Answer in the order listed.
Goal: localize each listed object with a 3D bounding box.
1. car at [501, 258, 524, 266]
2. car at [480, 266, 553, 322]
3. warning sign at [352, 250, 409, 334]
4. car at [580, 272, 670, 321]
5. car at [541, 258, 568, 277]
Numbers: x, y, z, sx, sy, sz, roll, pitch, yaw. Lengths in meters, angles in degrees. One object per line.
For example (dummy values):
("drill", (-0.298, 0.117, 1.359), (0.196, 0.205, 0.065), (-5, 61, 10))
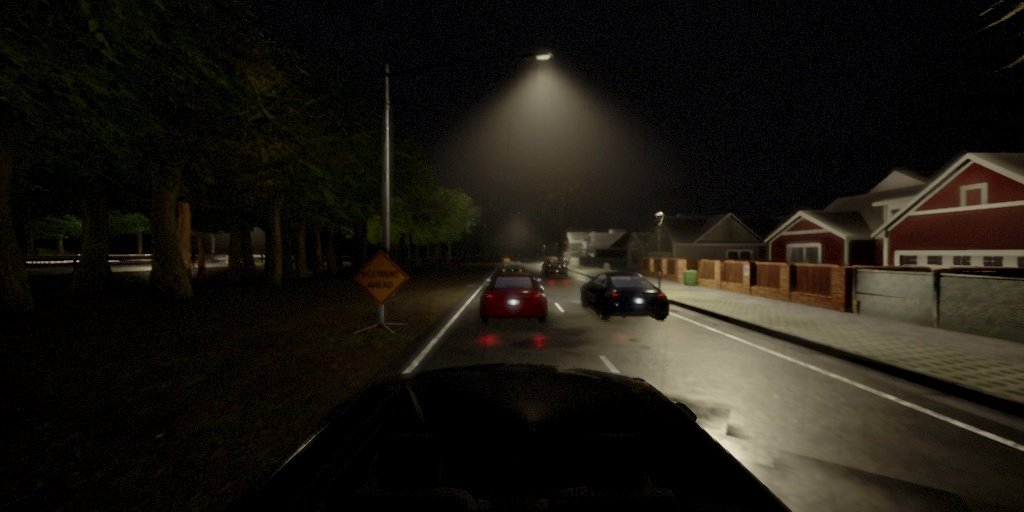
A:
("car", (0.036, 1.070, 28.679), (1.895, 1.301, 4.718), (0, 1, 0))
("car", (0.055, 1.209, 11.801), (1.994, 1.385, 4.181), (0, 1, 0))
("warning sign", (-3.061, 0.796, 8.431), (1.300, 1.860, 1.060), (0, 0, 0))
("car", (3.557, 1.206, 12.011), (1.994, 1.385, 4.181), (0, 1, 0))
("car", (3.538, 0.943, 30.323), (2.128, 1.511, 4.902), (0, 1, 0))
